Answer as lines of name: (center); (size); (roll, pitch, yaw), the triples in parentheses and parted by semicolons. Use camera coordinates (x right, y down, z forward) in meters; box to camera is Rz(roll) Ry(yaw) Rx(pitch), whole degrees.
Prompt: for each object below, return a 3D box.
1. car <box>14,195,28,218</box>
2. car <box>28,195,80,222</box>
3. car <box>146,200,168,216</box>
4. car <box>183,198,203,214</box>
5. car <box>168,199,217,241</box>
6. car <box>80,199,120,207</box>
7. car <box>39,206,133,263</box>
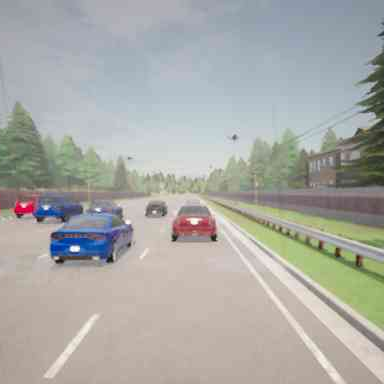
car: (-13.891, 1.256, 30.165); (2.150, 2.045, 5.566); (0, 0, 0)
car: (-10.398, 1.252, 26.377); (2.150, 2.045, 5.566); (0, 0, 0)
car: (-3.389, 1.540, 32.637); (1.837, 1.490, 4.892); (0, 0, 0)
car: (0.113, 1.531, 37.431); (2.128, 1.511, 4.902); (0, 0, 0)
car: (0.106, 1.369, 17.014); (2.097, 1.767, 4.553); (0, 0, 0)
car: (-6.902, 1.379, 26.506); (2.097, 1.767, 4.553); (0, 0, 0)
car: (-3.395, 1.491, 12.117); (1.882, 1.535, 5.008); (0, 0, 0)
